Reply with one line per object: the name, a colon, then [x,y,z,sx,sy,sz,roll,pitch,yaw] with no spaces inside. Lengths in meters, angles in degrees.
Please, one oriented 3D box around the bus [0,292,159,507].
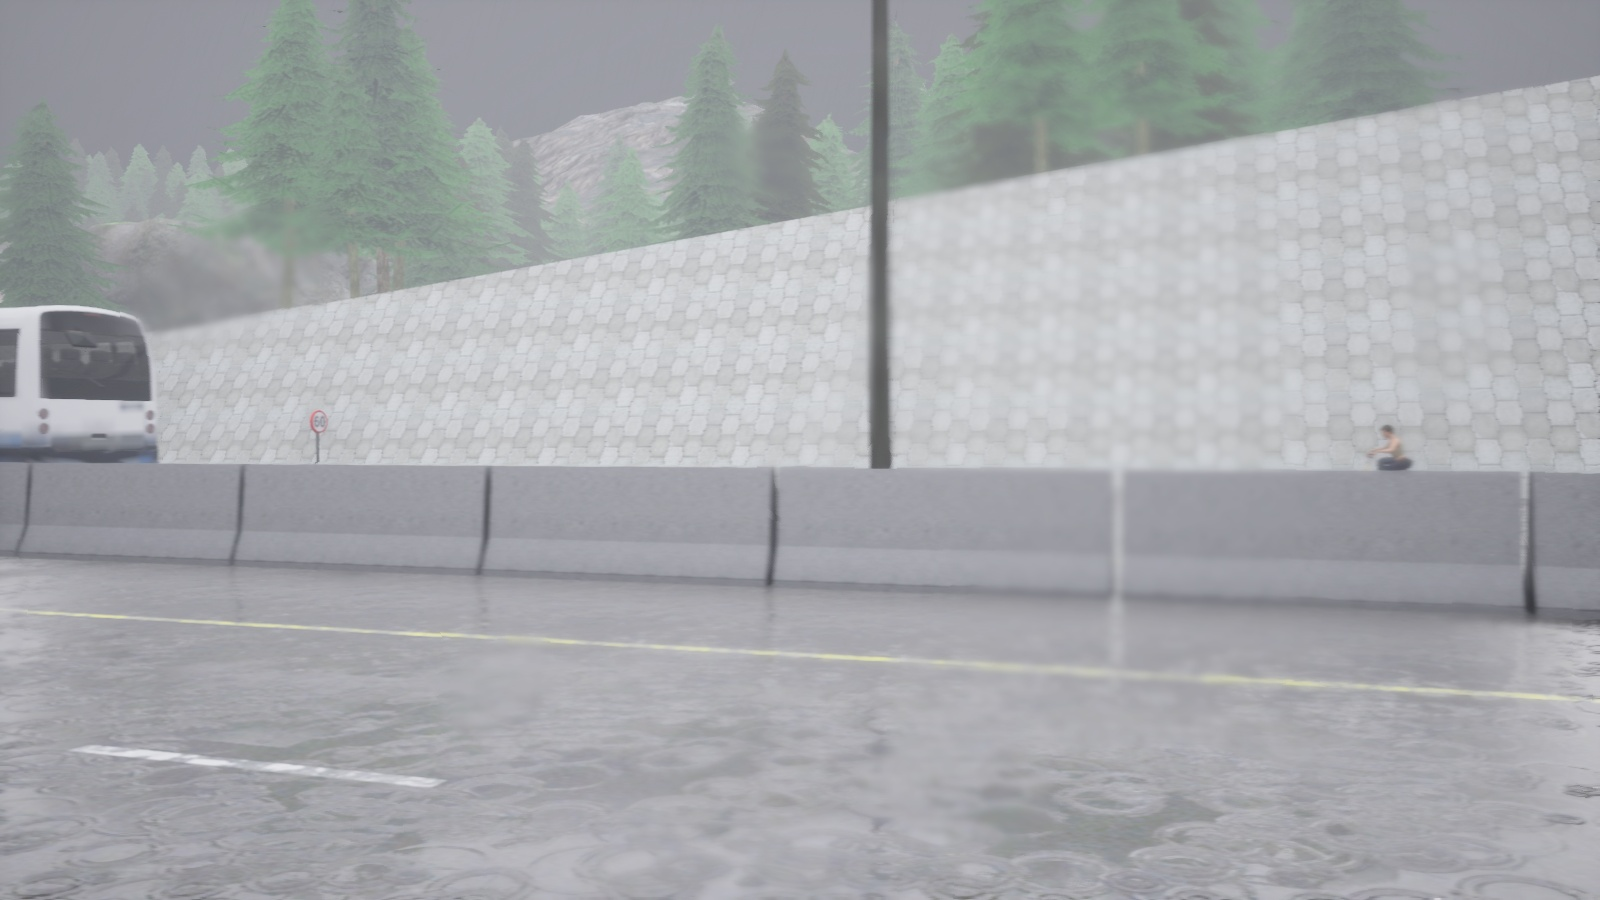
bus: [-20.135,-1.081,28.409,10.273,4.253,3.944,1,1,19]
